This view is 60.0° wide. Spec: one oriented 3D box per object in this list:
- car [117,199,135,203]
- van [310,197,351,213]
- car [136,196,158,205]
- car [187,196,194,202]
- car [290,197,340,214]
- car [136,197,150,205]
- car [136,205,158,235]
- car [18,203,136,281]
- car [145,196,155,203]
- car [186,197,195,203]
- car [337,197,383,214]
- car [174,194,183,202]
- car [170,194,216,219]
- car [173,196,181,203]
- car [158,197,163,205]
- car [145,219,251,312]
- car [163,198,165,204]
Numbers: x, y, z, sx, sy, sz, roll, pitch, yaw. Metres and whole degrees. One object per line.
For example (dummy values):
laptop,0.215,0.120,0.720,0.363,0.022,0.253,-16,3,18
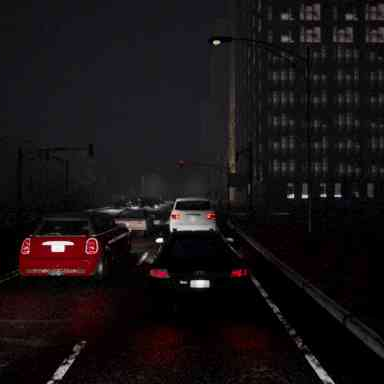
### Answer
car,-10.021,1.755,48.658,1.895,1.301,4.718,0,0,0
van,15.797,1.442,38.147,3.998,1.788,1.690,0,-1,-1
car,-6.772,1.668,50.474,1.837,1.490,4.892,0,0,0
car,-0.330,1.801,89.352,1.882,1.535,5.008,0,-1,0
car,13.325,1.581,35.498,5.357,1.411,2.033,0,-2,-1
car,-10.005,1.768,68.421,2.128,1.511,4.902,0,-1,0
car,-3.225,1.631,18.903,1.895,1.301,4.718,0,0,-1
car,-3.186,1.362,10.008,2.097,1.767,4.553,0,0,0
car,-10.046,1.813,80.213,1.882,1.535,5.008,0,0,0
car,-0.291,1.892,78.929,2.033,1.411,5.357,0,-1,0
car,16.208,1.377,30.126,4.829,1.417,1.752,0,-1,-1
car,-3.580,1.549,89.372,2.150,2.045,5.566,0,-1,0
car,0.036,1.248,17.217,2.150,2.045,5.566,0,0,0
car,-3.541,1.830,78.918,1.882,1.535,5.008,0,-1,0
car,-6.784,1.817,59.730,1.895,1.301,4.718,0,0,0
car,0.086,1.571,7.803,1.994,1.385,4.181,0,0,-2
car,-6.759,1.814,70.200,2.128,1.511,4.902,0,0,0
